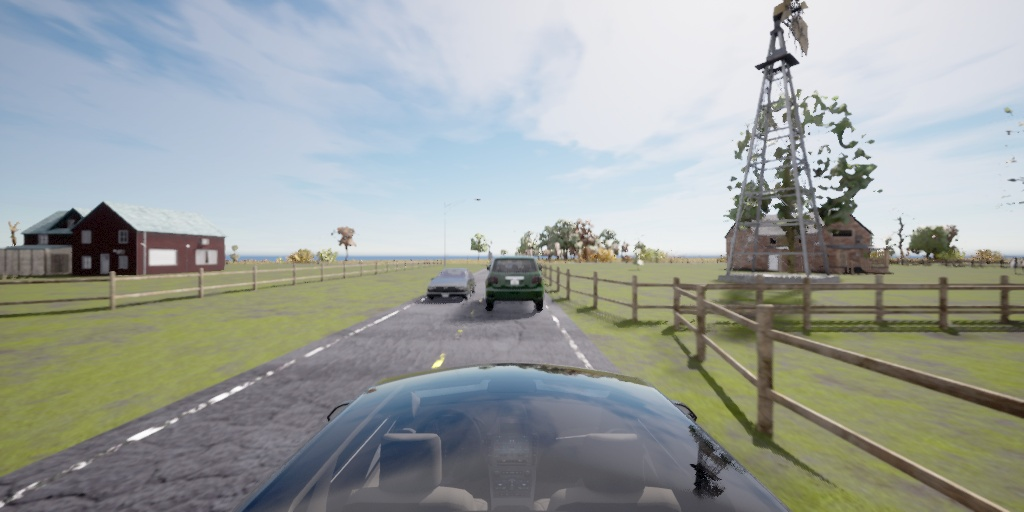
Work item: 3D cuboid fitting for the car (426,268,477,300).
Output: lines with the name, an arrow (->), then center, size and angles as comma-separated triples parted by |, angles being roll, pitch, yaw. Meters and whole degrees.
car -> -2.851, 1.319, 18.012 | 2.033, 1.411, 5.357 | 0, 0, 0

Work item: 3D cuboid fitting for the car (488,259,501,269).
car -> -2.812, 1.291, 58.764 | 1.882, 1.535, 5.008 | 0, 0, 0

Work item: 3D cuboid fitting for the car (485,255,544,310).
car -> 0.099, 0.991, 15.022 | 2.150, 2.045, 5.566 | 0, 0, 0
